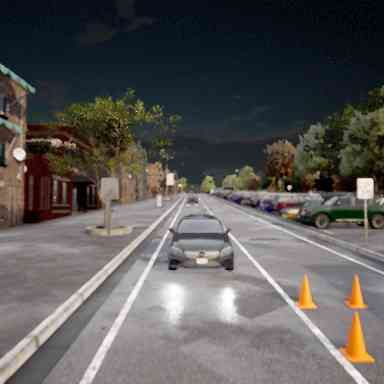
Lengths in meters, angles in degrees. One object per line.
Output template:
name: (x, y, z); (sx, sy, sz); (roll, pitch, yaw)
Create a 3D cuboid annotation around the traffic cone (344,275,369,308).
traffic cone: (3.235, 1.936, 6.559); (0.340, 0.580, 0.340); (0, 0, 0)

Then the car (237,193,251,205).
car: (9.164, 1.244, 45.544); (4.892, 1.521, 2.231); (0, 1, 0)

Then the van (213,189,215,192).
van: (8.783, 0.421, 93.195); (4.442, 1.987, 1.878); (0, 1, 0)

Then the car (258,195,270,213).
car: (9.229, 1.348, 31.522); (5.008, 1.535, 2.097); (0, 0, 0)

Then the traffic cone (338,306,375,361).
traffic cone: (2.244, 1.943, 4.555); (0.340, 0.580, 0.340); (0, 0, 0)

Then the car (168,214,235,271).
car: (0.248, 1.486, 10.901); (1.812, 1.442, 4.674); (0, 1, 0)

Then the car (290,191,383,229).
car: (9.267, 1.151, 20.307); (5.566, 2.045, 2.435); (0, 0, 0)

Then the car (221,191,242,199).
car: (8.959, 0.734, 76.379); (4.553, 1.767, 2.185); (0, 1, 0)

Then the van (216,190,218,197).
van: (8.844, 0.563, 81.983); (4.442, 1.987, 1.878); (0, 1, 0)

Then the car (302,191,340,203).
car: (22.203, 0.857, 57.336); (5.566, 2.045, 2.435); (0, 1, 0)

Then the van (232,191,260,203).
van: (9.214, 0.882, 56.757); (4.442, 1.987, 1.878); (0, 1, 0)

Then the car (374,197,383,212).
car: (22.289, 1.335, 35.129); (5.008, 1.535, 2.097); (0, 0, 0)

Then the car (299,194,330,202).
car: (22.130, 1.102, 60.114); (4.792, 1.488, 2.163); (0, 1, 0)

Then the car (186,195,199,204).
car: (0.113, 1.201, 53.055); (2.033, 1.411, 5.357); (0, 1, 0)

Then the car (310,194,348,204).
car: (22.375, 1.140, 54.564); (5.366, 1.575, 1.946); (0, 1, 0)

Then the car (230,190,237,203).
car: (9.100, 0.928, 51.149); (5.566, 2.045, 2.435); (0, 1, 0)

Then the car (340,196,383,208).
car: (22.278, 1.301, 43.461); (4.792, 1.488, 2.163); (0, 1, 0)

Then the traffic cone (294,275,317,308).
traffic cone: (2.236, 1.936, 6.555); (0.340, 0.580, 0.340); (0, 0, 0)

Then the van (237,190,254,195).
van: (9.260, 0.988, 48.350); (4.442, 1.987, 1.878); (0, 1, 0)

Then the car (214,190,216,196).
car: (8.940, 0.753, 84.789); (5.008, 1.535, 2.097); (0, 1, 0)

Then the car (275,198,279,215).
car: (9.267, 1.416, 25.916); (4.674, 1.452, 2.002); (0, 0, 0)

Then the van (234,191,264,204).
van: (9.229, 0.918, 53.954); (4.442, 1.987, 1.878); (0, 1, 0)

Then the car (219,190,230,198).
car: (9.008, 0.715, 67.968); (5.566, 2.045, 2.435); (0, 1, 0)

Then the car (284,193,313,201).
car: (21.928, 0.964, 68.440); (5.366, 1.575, 1.946); (0, 1, 0)

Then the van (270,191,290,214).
van: (9.366, 1.136, 28.718); (4.442, 1.987, 1.878); (0, 0, 0)

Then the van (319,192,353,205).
van: (22.321, 0.952, 51.786); (4.442, 1.987, 1.878); (0, 1, 0)

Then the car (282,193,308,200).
car: (22.104, 0.933, 71.217); (4.892, 1.521, 2.231); (0, 1, 0)

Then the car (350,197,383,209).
car: (22.235, 1.328, 40.678); (4.792, 1.488, 2.163); (0, 1, 0)

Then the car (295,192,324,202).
car: (22.175, 0.912, 62.890); (4.553, 1.767, 2.185); (0, 1, 0)

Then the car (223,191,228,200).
car: (9.049, 1.042, 65.169); (4.674, 1.452, 2.002); (0, 1, 0)

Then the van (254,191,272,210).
van: (9.102, 1.108, 34.327); (4.442, 1.987, 1.878); (0, 0, 0)

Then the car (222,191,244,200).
car: (8.975, 0.769, 73.576); (4.553, 1.767, 2.185); (0, 1, 0)

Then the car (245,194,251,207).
car: (9.218, 1.327, 39.934); (4.792, 1.488, 2.163); (0, 0, 0)

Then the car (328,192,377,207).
car: (22.206, 0.992, 46.233); (5.566, 2.045, 2.435); (0, 1, 0)

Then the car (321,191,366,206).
car: (22.248, 0.962, 49.010); (5.566, 2.045, 2.435); (0, 1, 0)

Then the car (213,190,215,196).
car: (8.885, 0.712, 90.396); (4.792, 1.488, 2.163); (0, 1, 0)

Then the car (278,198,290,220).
car: (9.095, 1.386, 23.111); (5.366, 1.575, 1.946); (0, 0, 0)

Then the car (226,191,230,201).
car: (9.075, 1.074, 59.563); (4.892, 1.521, 2.231); (0, 1, 0)

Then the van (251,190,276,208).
van: (9.320, 1.090, 37.130); (4.442, 1.987, 1.878); (0, 0, 0)

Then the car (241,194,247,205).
car: (9.171, 1.312, 42.742); (4.674, 1.452, 2.002); (0, 1, 0)

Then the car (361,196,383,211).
car: (22.464, 1.314, 37.907); (5.366, 1.575, 1.946); (0, 0, 0)
